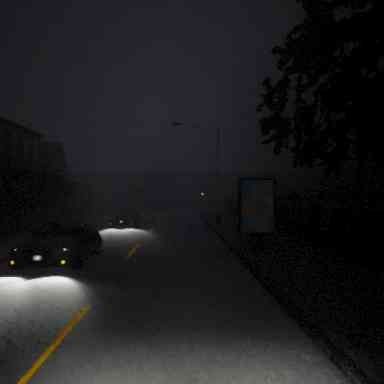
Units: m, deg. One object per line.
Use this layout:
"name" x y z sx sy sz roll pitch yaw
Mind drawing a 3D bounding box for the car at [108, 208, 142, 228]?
"car" -4.866 1.859 24.549 1.994 1.385 4.181 0 -1 -2

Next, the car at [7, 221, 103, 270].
"car" -4.438 1.705 11.413 1.994 1.385 4.181 0 -1 -2
